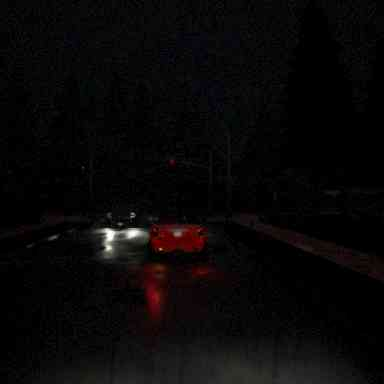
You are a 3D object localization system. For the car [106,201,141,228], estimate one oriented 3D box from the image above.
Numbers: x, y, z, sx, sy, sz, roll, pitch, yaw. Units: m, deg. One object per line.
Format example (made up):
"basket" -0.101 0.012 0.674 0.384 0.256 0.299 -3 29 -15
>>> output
"car" -4.951 1.605 24.544 2.097 1.767 4.553 0 0 -4

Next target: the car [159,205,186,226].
"car" -1.669 1.834 27.661 2.033 1.411 5.357 0 -1 -5

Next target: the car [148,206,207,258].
"car" -0.617 1.493 13.608 2.097 1.767 4.553 0 -1 -4
